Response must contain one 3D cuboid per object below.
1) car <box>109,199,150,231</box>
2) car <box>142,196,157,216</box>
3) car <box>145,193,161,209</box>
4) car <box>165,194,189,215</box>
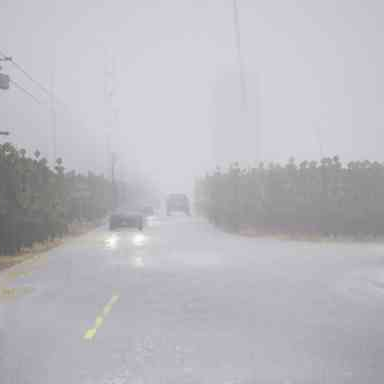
[{"bbox_3d":[-3.895,1.464,20.827,1.882,1.535,5.008,0,0,-4],"label":"car"},{"bbox_3d":[-4.799,1.455,32.988,1.882,1.535,5.008,0,0,-5],"label":"car"},{"bbox_3d":[-5.572,1.192,46.023,2.150,2.045,5.566,0,0,-1],"label":"car"},{"bbox_3d":[-1.517,1.198,33.806,2.150,2.045,5.566,0,0,-5],"label":"car"}]
